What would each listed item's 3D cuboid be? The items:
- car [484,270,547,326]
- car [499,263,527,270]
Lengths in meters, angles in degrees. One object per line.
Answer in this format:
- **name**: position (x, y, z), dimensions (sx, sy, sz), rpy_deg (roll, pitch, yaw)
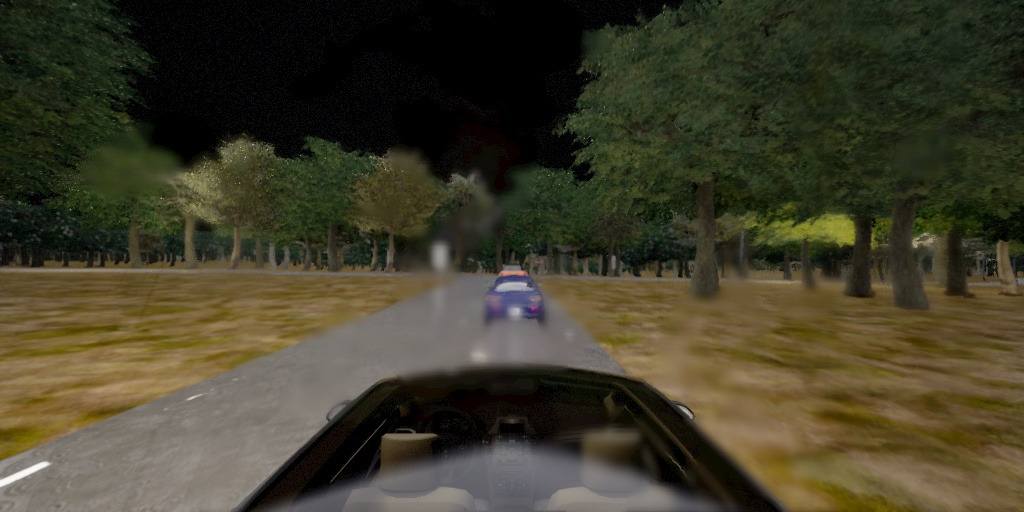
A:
- **car**: position (0.099, 1.350, 11.819), dimensions (1.812, 1.442, 4.674), rpy_deg (0, -1, 0)
- **car**: position (0.100, 1.365, 26.274), dimensions (2.097, 1.767, 4.553), rpy_deg (0, -1, 0)
